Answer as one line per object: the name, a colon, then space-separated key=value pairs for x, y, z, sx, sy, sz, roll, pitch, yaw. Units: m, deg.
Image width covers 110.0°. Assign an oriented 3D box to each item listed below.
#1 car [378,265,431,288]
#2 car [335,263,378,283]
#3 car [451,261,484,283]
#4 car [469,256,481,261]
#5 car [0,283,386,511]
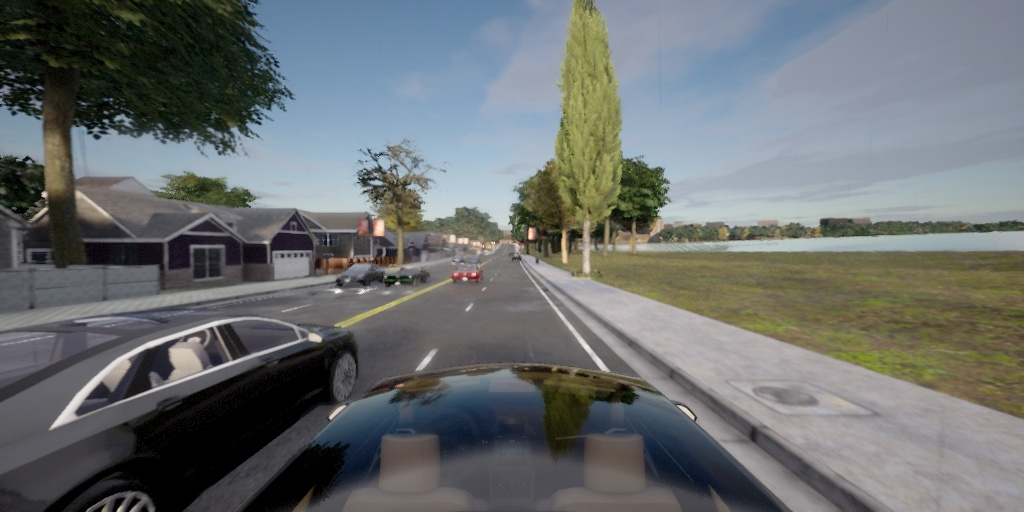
car: x=-6.598 y=1.277 z=22.914 sx=1.895 sy=1.301 sz=4.718 roll=0 pitch=0 yaw=0
car: x=-9.847 y=1.198 z=23.758 sx=1.812 sy=1.442 sz=4.674 roll=0 pitch=0 yaw=0
car: x=-3.149 y=1.262 z=26.256 sx=1.895 sy=1.301 sz=4.718 roll=0 pitch=0 yaw=0
car: x=-6.521 y=0.651 z=63.512 sx=2.033 sy=1.411 sz=5.357 roll=0 pitch=2 yaw=1
car: x=-3.147 y=1.240 z=3.350 sx=2.128 sy=1.511 sz=4.902 roll=0 pitch=0 yaw=0
